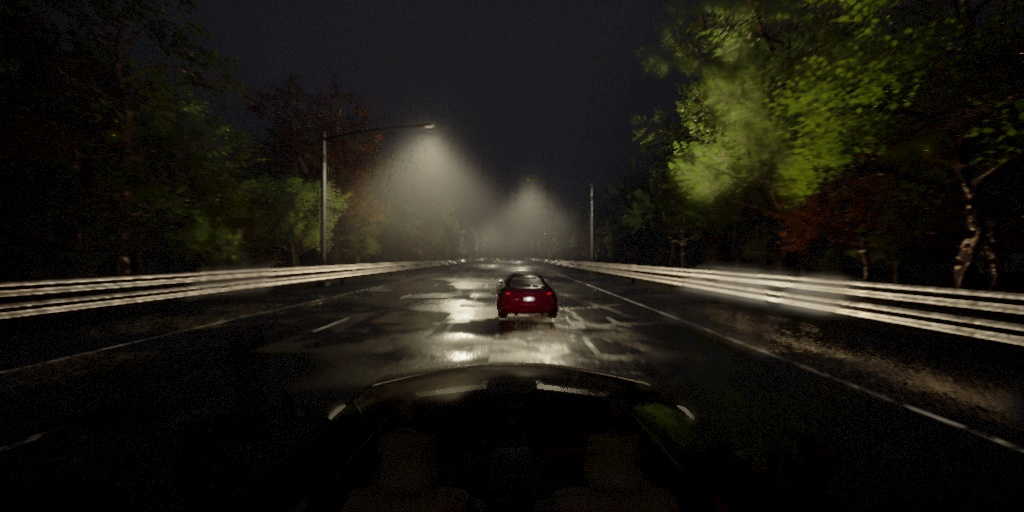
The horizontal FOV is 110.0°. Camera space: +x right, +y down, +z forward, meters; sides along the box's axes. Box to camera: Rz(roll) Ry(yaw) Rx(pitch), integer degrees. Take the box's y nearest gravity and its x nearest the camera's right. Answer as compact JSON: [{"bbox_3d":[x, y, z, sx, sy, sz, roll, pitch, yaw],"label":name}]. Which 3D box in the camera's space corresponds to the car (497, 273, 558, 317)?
[{"bbox_3d":[0.460,1.321,13.205,1.994,1.385,4.181,0,0,-2],"label":"car"}]
